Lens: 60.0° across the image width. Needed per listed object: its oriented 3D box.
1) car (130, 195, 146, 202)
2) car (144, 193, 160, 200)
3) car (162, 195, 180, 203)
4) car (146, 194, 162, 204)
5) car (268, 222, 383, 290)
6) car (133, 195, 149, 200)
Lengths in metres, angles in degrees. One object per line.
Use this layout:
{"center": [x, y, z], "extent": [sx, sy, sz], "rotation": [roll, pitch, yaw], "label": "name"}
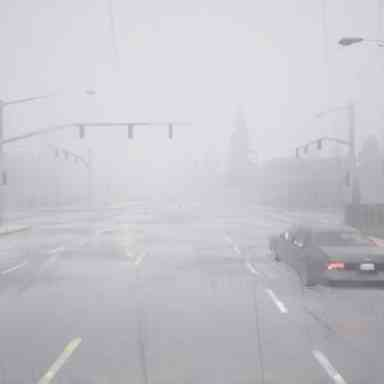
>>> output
{"center": [-13.443, 1.574, 79.807], "extent": [1.994, 1.385, 4.181], "rotation": [0, 0, -32], "label": "car"}
{"center": [-11.267, 1.231, 93.588], "extent": [4.553, 1.767, 2.097], "rotation": [0, 0, 43], "label": "car"}
{"center": [-4.176, 1.615, 66.831], "extent": [1.895, 1.301, 4.718], "rotation": [0, 0, -12], "label": "car"}
{"center": [-7.422, 1.519, 65.027], "extent": [1.837, 1.490, 4.892], "rotation": [1, 0, -10], "label": "car"}
{"center": [3.547, 1.550, 9.200], "extent": [2.033, 1.411, 5.357], "rotation": [0, 0, 1], "label": "car"}
{"center": [-14.108, 1.512, 91.463], "extent": [4.718, 1.301, 1.895], "rotation": [0, 0, 43], "label": "car"}
